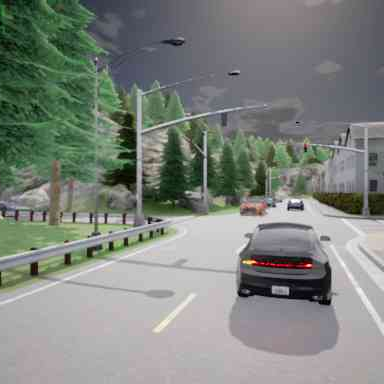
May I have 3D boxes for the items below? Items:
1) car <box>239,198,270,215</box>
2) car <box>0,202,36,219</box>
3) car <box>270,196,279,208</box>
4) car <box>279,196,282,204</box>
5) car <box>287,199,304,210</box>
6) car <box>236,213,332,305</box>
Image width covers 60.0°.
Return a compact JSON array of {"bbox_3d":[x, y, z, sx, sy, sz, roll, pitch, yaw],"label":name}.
[{"bbox_3d":[6.058,1.342,32.615,2.097,1.767,4.553,0,0,20],"label":"car"},{"bbox_3d":[-16.544,1.556,29.562,5.357,1.411,2.033,0,0,18],"label":"car"},{"bbox_3d":[10.873,1.549,47.185,1.994,1.385,4.181,0,0,18],"label":"car"},{"bbox_3d":[16.221,1.545,63.608,1.994,1.385,4.181,0,0,18],"label":"car"},{"bbox_3d":[13.378,1.550,42.903,1.994,1.385,4.181,0,0,18],"label":"car"},{"bbox_3d":[2.299,1.502,8.222,1.837,1.490,4.892,0,0,18],"label":"car"}]
